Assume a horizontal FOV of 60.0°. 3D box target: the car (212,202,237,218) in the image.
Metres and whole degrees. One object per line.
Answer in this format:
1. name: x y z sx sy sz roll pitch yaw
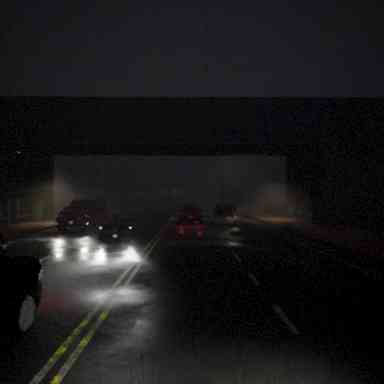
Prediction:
1. car: 3.305 1.936 36.072 1.882 1.535 5.008 0 -1 0

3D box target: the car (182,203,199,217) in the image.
1. car: -0.229 2.009 37.877 1.812 1.442 4.674 0 -1 -1

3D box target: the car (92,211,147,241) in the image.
1. car: -3.692 1.836 18.189 1.895 1.301 4.718 0 -1 0

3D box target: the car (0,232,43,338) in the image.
1. car: -3.626 1.533 4.012 1.882 1.535 5.008 0 -1 0

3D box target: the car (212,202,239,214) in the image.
1. car: 4.658 2.129 45.839 2.033 1.411 5.357 0 -1 25

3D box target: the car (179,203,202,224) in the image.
1. car: -0.133 1.843 28.549 1.882 1.535 5.008 0 -1 -1

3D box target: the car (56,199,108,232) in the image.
1. car: -7.266 1.519 22.679 2.150 2.045 5.566 0 -1 0
